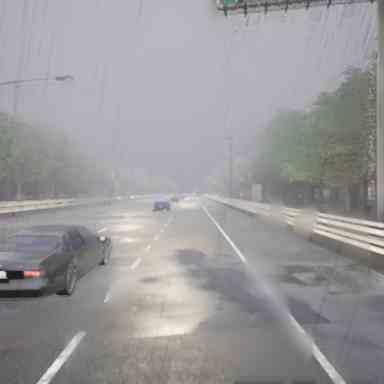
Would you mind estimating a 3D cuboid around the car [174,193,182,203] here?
[{"bbox_3d":[-3.528,1.541,69.204,1.837,1.490,4.892,0,-1,0],"label":"car"}]

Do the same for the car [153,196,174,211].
[{"bbox_3d":[-3.520,1.492,40.055,1.882,1.535,5.008,0,0,0],"label":"car"}]

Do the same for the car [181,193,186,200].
[{"bbox_3d":[-3.477,1.303,93.322,2.150,2.045,5.566,0,0,0],"label":"car"}]

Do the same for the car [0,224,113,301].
[{"bbox_3d":[-3.507,1.549,8.547,2.033,1.411,5.357,0,0,0],"label":"car"}]
